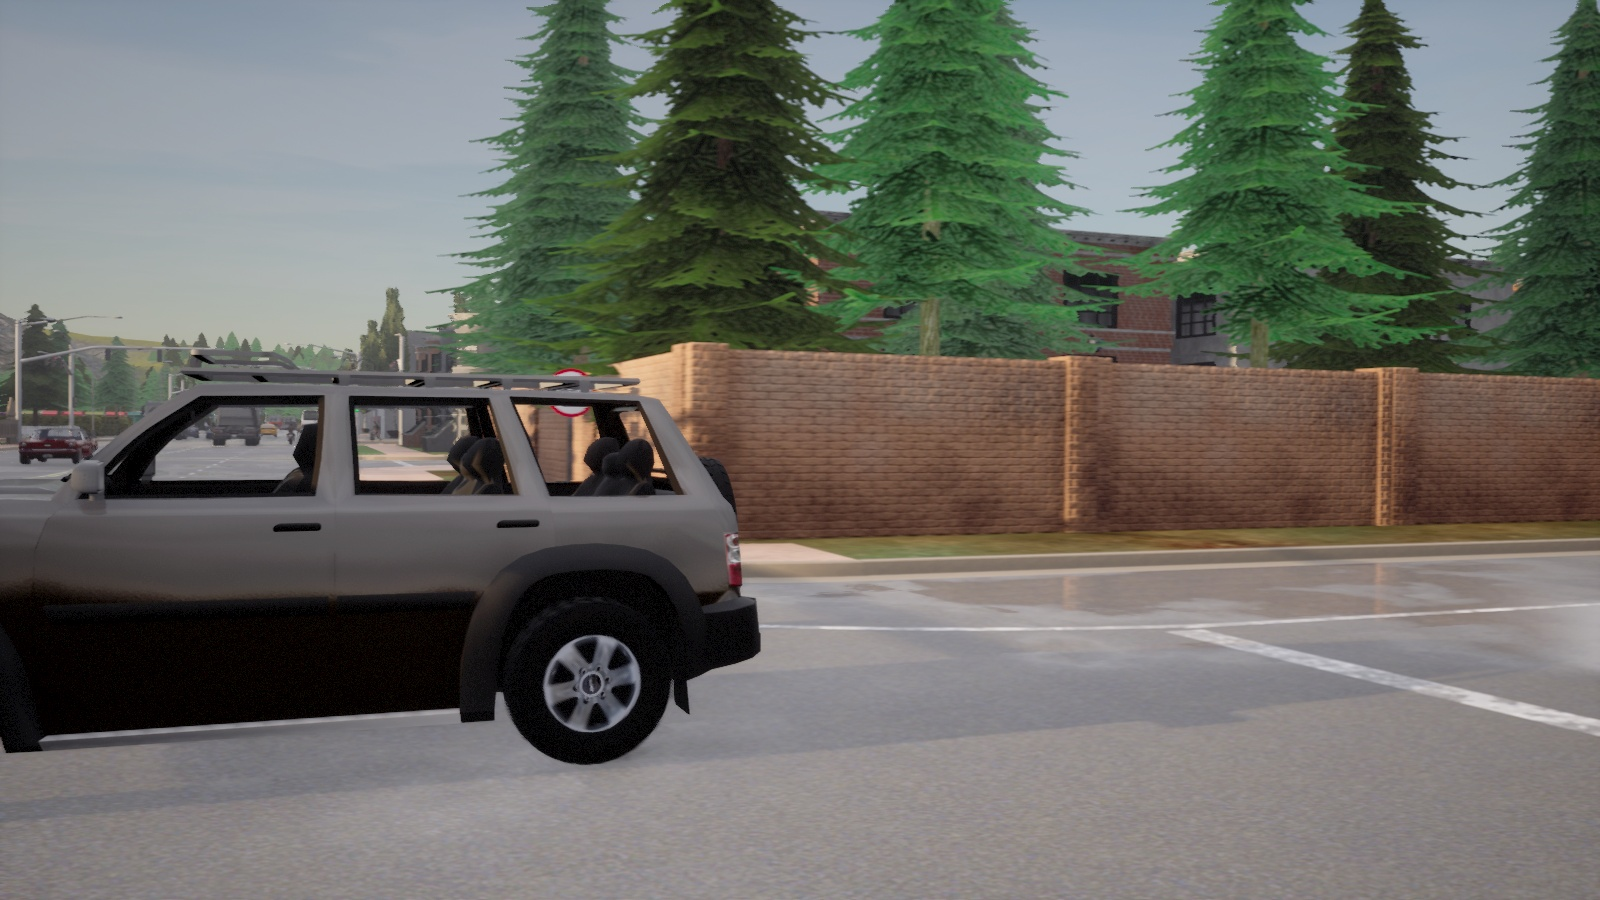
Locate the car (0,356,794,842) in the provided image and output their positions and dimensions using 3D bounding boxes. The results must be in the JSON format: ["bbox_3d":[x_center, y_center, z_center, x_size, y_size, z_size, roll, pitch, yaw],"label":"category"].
[{"bbox_3d":[-2.532,0.544,6.019,4.605,1.855,1.932,-1,1,-21],"label":"car"}]

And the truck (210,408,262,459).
[{"bbox_3d":[-40.240,-1.210,89.807,2.891,3.462,7.936,-1,1,-21],"label":"truck"}]

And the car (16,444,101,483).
[{"bbox_3d":[-27.130,0.442,46.096,1.895,1.301,4.718,-1,1,-21],"label":"car"}]
